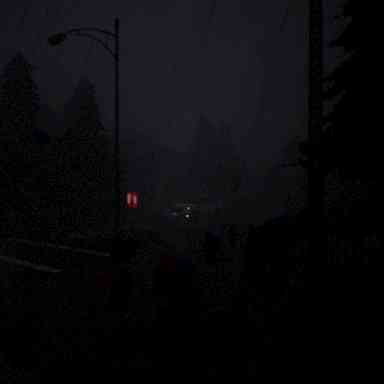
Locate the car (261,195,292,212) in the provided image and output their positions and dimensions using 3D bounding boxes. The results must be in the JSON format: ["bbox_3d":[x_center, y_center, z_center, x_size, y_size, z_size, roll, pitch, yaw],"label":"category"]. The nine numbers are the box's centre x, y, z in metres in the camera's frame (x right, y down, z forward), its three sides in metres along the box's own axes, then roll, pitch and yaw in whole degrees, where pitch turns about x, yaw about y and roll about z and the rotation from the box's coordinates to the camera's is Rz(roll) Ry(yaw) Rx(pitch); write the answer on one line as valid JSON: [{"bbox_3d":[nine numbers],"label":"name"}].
[{"bbox_3d":[10.198,1.335,39.690,2.150,2.045,5.566,0,0,35],"label":"car"}]

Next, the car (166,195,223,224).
[{"bbox_3d":[0.378,1.244,25.833,2.150,2.045,5.566,0,0,35],"label":"car"}]
